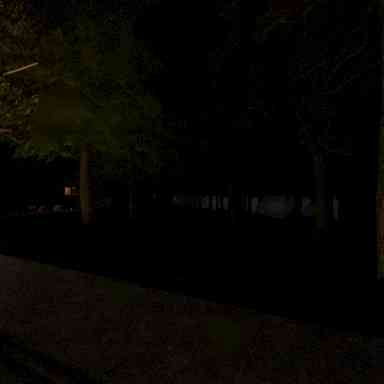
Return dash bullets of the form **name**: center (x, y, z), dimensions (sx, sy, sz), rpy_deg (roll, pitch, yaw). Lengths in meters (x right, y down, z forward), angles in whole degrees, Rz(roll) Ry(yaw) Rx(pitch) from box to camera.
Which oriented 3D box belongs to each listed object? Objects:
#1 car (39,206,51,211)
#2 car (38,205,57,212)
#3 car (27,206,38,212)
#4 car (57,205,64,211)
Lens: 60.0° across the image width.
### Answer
- **car**: center (-38.385, 4.275, 86.995), dimensions (1.994, 1.385, 4.181), rpy_deg (0, -2, -9)
- **car**: center (-33.465, 3.887, 77.248), dimensions (1.837, 1.490, 4.892), rpy_deg (0, -2, -9)
- **car**: center (-36.733, 3.912, 77.090), dimensions (1.837, 1.490, 4.892), rpy_deg (0, -2, -9)
- **car**: center (-35.179, 4.239, 87.531), dimensions (2.128, 1.511, 4.902), rpy_deg (0, -2, -9)
